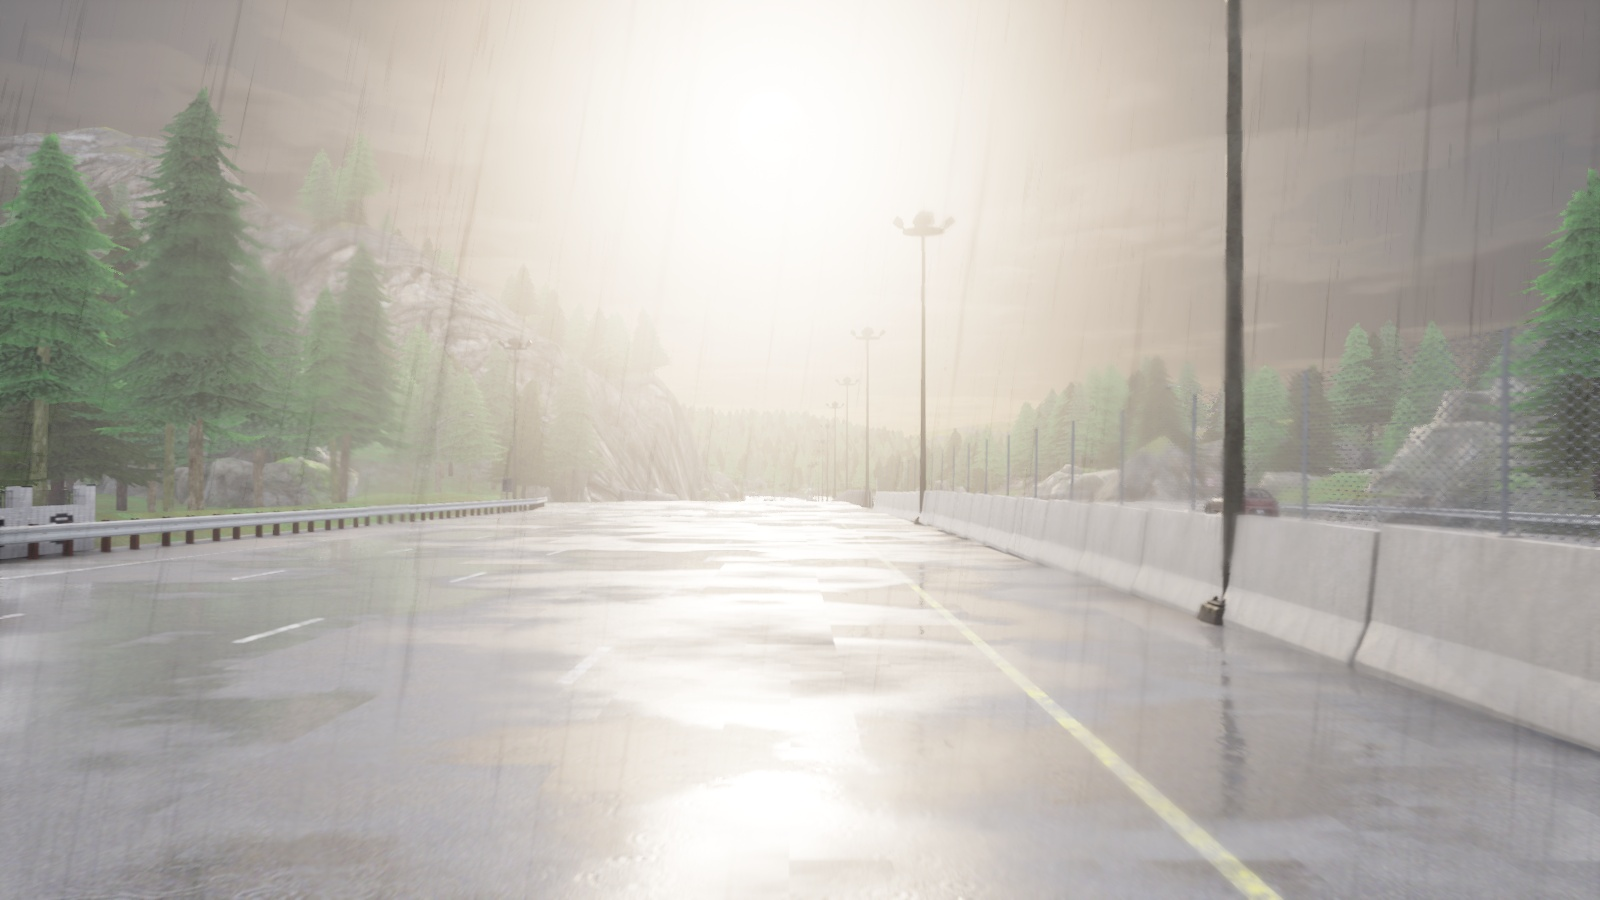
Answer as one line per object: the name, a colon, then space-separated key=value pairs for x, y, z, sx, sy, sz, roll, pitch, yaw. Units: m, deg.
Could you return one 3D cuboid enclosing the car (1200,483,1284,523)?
car: x=17.380 y=2.065 z=49.604 sx=1.816 sy=1.474 sz=4.193 roll=0 pitch=-2 yaw=0
